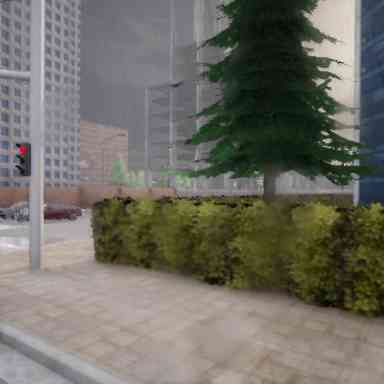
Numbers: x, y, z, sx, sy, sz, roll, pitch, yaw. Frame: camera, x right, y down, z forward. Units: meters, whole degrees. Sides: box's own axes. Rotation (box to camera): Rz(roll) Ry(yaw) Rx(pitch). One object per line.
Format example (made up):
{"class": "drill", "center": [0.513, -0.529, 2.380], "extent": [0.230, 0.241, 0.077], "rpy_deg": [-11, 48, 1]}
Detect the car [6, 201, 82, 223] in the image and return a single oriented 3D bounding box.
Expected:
{"class": "car", "center": [-10.005, 1.378, 23.344], "extent": [1.812, 1.442, 4.674], "rpy_deg": [1, 0, 35]}

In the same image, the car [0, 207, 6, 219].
{"class": "car", "center": [-12.690, 1.383, 25.643], "extent": [1.994, 1.385, 4.181], "rpy_deg": [1, 0, 35]}
